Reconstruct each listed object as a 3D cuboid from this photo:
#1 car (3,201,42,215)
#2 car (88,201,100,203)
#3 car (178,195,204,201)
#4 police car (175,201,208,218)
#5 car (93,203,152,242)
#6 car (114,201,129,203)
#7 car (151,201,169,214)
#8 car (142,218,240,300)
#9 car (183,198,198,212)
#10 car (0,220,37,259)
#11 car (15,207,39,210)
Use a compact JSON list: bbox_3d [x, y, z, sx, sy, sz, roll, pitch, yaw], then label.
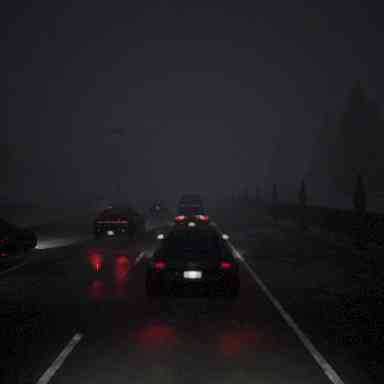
[{"bbox_3d":[-17.822,1.642,35.115,1.994,1.385,4.181,0,0,0],"label":"car"},{"bbox_3d":[-14.392,1.618,52.765,1.837,1.490,4.892,0,1,0],"label":"car"},{"bbox_3d":[-0.099,1.293,31.274,2.150,2.045,5.566,0,0,0],"label":"car"},{"bbox_3d":[-0.027,1.548,19.934,2.038,1.542,4.974,0,0,0],"label":"police car"},{"bbox_3d":[-3.505,1.528,16.687,2.128,1.511,4.902,0,0,0],"label":"car"},{"bbox_3d":[-7.112,1.599,33.477,1.812,1.442,4.674,0,0,0],"label":"car"},{"bbox_3d":[-3.634,1.643,37.018,1.994,1.385,4.181,0,0,0],"label":"car"},{"bbox_3d":[0.024,1.582,8.471,1.994,1.385,4.181,0,0,0],"label":"car"},{"bbox_3d":[-0.171,1.551,42.522,1.801,1.575,5.366,0,0,0],"label":"car"},{"bbox_3d":[-6.974,1.589,11.168,1.994,1.385,4.181,0,0,0],"label":"car"},{"bbox_3d":[-14.269,1.607,26.694,2.033,1.411,5.357,0,0,0],"label":"car"}]
